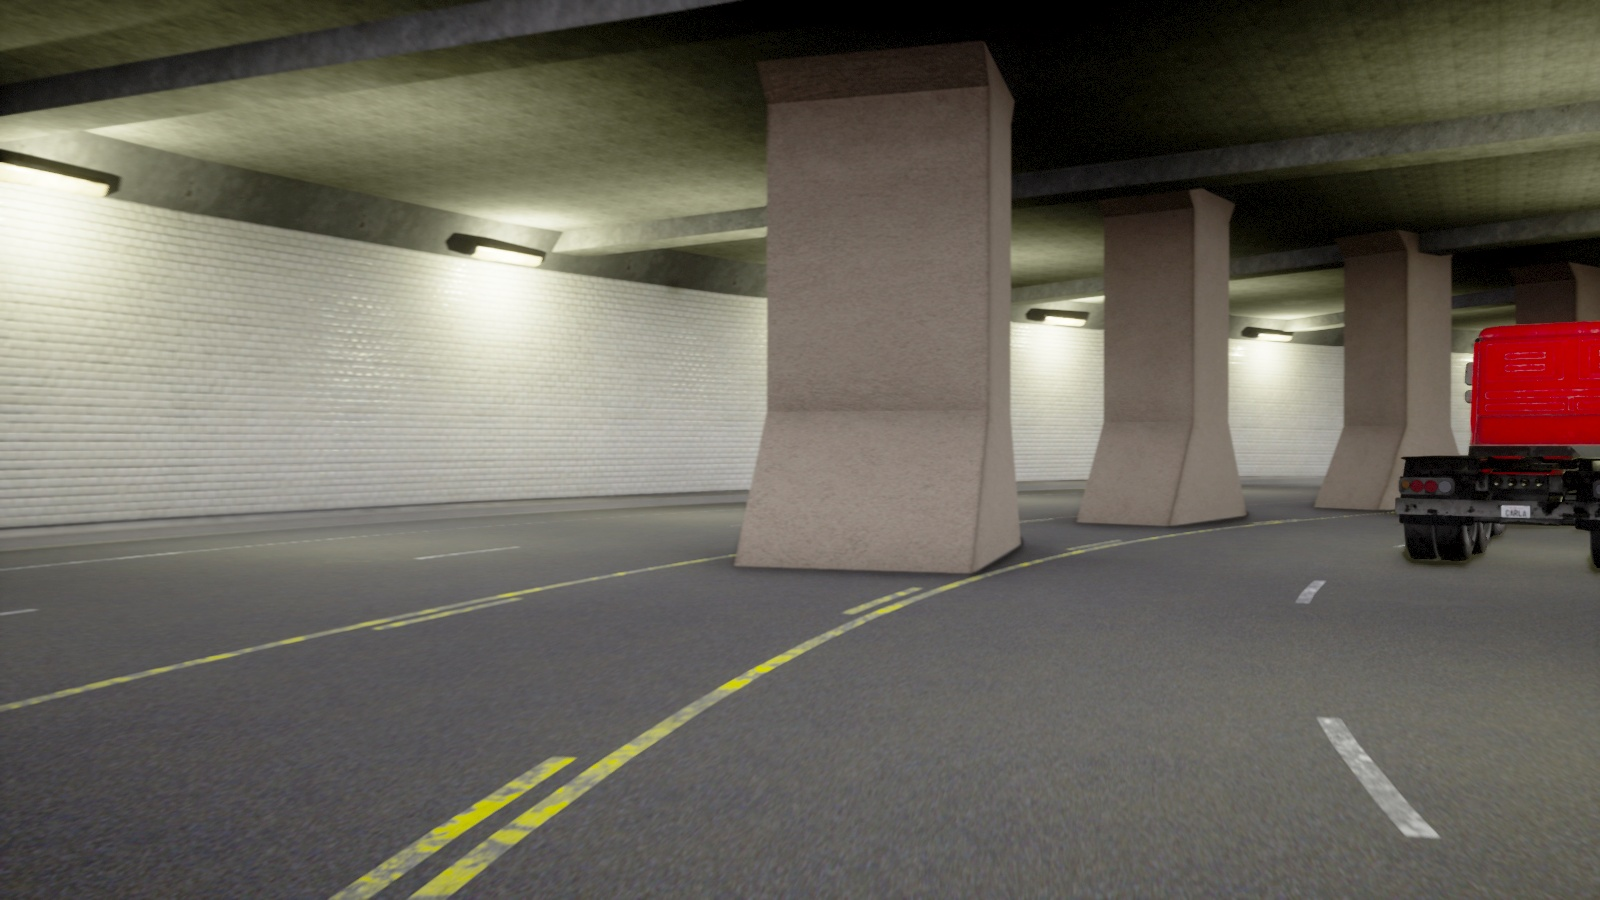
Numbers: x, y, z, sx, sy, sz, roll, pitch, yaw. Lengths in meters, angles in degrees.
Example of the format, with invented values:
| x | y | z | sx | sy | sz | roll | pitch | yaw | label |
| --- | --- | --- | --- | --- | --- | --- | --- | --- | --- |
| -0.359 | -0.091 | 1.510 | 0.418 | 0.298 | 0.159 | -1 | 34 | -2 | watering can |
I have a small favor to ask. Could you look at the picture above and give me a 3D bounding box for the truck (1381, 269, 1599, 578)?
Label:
| x | y | z | sx | sy | sz | roll | pitch | yaw | label |
| --- | --- | --- | --- | --- | --- | --- | --- | --- | --- |
| 10.695 | -0.313 | 17.741 | 2.891 | 3.462 | 7.936 | 0 | 0 | 37 | truck |
